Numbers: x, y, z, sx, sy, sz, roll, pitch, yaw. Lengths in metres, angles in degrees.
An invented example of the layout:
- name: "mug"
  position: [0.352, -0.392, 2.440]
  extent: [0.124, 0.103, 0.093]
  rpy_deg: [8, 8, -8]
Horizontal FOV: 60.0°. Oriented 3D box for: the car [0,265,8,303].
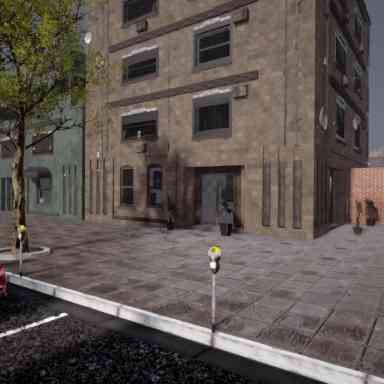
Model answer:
- name: "car"
  position: [-5.277, 1.580, 6.630]
  extent: [4.206, 1.307, 1.802]
  rpy_deg: [0, 1, 35]
